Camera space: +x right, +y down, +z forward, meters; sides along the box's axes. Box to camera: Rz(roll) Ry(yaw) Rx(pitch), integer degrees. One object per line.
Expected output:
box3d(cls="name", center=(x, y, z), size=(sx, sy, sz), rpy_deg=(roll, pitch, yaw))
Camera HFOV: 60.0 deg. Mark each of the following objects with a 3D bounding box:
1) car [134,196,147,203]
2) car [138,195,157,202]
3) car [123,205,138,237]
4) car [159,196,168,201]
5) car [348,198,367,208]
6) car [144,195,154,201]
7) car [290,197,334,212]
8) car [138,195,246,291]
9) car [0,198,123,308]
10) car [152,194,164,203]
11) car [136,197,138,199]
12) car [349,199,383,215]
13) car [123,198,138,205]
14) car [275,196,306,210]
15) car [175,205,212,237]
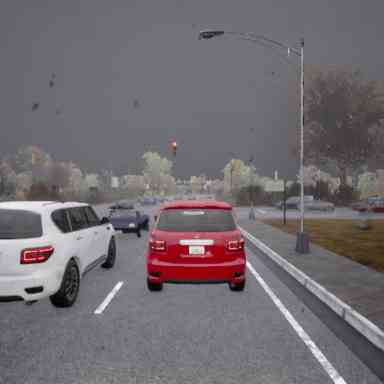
box3d(cls="car", center=(-10.563, 1.541, 68.546), size=(1.994, 1.385, 4.181), rpy_deg=(0, 0, 0))
box3d(cls="car", center=(-7.139, 1.344, 54.829), size=(2.097, 1.767, 4.553), rpy_deg=(0, 0, 0))
box3d(cls="car", center=(-3.415, 1.598, 17.837), size=(1.895, 1.301, 4.718), rpy_deg=(0, 0, 0))
box3d(cls="car", center=(-7.075, 1.581, 82.401), size=(1.895, 1.301, 4.718), rpy_deg=(0, 0, 0))
box3d(cls="car", center=(21.725, 1.492, 40.569), size=(4.892, 1.490, 1.837), rpy_deg=(0, 0, 3))
box3d(cls="car", center=(-10.575, 1.538, 82.181), size=(1.994, 1.385, 4.181), rpy_deg=(0, 0, 0))
box3d(cls="car", center=(13.743, 1.557, 37.491), size=(4.181, 1.385, 1.994), rpy_deg=(0, 0, 3))
box3d(cls="car", center=(0.090, 1.220, 9.131), size=(2.150, 2.045, 5.566), rpy_deg=(0, 0, 0))
box3d(cls="car", center=(-3.407, 1.220, 8.069), size=(2.150, 2.045, 5.566), rpy_deg=(0, 0, 0))
box3d(cls="car", center=(-7.064, 1.341, 69.261), size=(2.097, 1.767, 4.553), rpy_deg=(0, 0, 0))
box3d(cls="car", center=(-10.639, 1.591, 55.396), size=(1.895, 1.301, 4.718), rpy_deg=(0, 0, 0))
box3d(cls="car", center=(18.862, 1.592, 33.490), size=(4.718, 1.301, 1.895), rpy_deg=(0, 0, 3))
box3d(cls="car", center=(-7.131, 1.595, 33.802), size=(1.895, 1.301, 4.718), rpy_deg=(0, 0, 0))
box3d(cls="car", center=(12.594, 1.345, 41.060), size=(4.553, 1.767, 2.097), rpy_deg=(0, 0, 3))
box3d(cls="car", center=(0.084, 1.522, 18.824), size=(1.812, 1.442, 4.674), rpy_deg=(0, 0, 0))
